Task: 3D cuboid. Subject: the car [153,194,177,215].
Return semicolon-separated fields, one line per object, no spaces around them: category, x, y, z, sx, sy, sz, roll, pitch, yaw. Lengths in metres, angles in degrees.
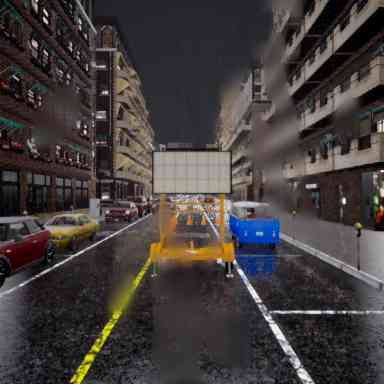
car;-2.777;1.356;33.189;2.097;1.767;4.553;0;0;0

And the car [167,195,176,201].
car;-5.374;1.567;86.525;1.947;1.339;4.313;1;0;0

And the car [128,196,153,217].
car;-5.329;1.319;31.035;2.192;1.841;5.009;1;0;0

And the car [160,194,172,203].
car;-5.358;1.318;69.877;2.192;1.841;5.009;1;0;0

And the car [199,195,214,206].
car;2.533;1.444;53.257;1.967;1.590;4.097;1;0;0

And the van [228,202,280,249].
van;2.564;1.343;14.413;1.690;1.788;3.998;1;0;0

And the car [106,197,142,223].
car;-5.326;1.443;25.486;1.967;1.590;4.097;1;0;0

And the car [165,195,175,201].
car;-5.369;1.553;80.976;2.008;1.369;4.403;1;0;0

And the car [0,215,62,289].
car;-5.314;1.442;8.839;1.967;1.590;4.097;1;0;0

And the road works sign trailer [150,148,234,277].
road works sign trailer;-0.002;0.466;10.214;2.380;3.560;2.880;0;0;0

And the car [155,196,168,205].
car;-5.352;1.529;58.610;1.752;1.417;4.829;1;0;0

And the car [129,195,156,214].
car;-5.333;1.319;36.584;2.192;1.841;5.009;1;0;0

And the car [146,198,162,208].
car;-5.345;1.586;47.682;1.802;1.307;4.206;1;0;0

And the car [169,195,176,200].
car;-5.378;1.582;92.073;1.802;1.307;4.206;1;0;0

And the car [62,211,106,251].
car;-5.319;1.528;14.218;1.752;1.417;4.829;1;0;0

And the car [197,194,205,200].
car;2.504;1.441;92.101;1.967;1.590;4.097;1;0;0
